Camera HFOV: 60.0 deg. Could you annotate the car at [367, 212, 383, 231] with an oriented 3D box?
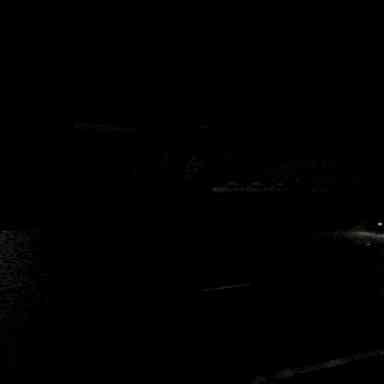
[{"bbox_3d":[11.200,1.382,17.228,4.181,1.385,1.994,-1,0,-20],"label":"car"}]
